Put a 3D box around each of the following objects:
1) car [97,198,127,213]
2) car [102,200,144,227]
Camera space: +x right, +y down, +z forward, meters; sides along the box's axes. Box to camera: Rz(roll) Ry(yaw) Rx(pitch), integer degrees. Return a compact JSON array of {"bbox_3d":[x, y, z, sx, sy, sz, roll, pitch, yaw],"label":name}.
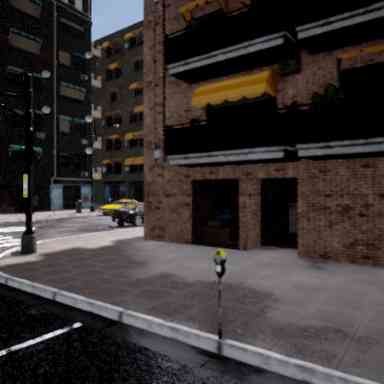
[{"bbox_3d":[-6.223,1.282,29.953,1.752,1.417,4.829,1,1,36],"label":"car"},{"bbox_3d":[-3.053,1.352,20.899,2.008,1.369,4.403,1,1,36],"label":"car"}]
